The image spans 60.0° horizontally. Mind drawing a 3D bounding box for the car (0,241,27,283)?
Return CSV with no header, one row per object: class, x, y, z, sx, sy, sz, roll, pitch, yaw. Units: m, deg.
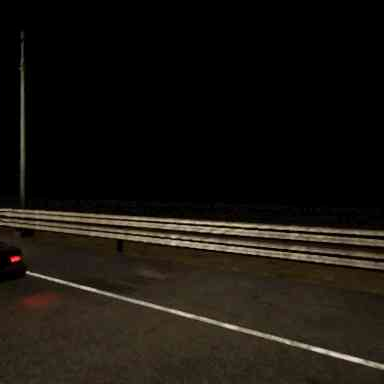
car,-6.320,1.553,8.446,5.357,1.411,2.033,0,0,36
